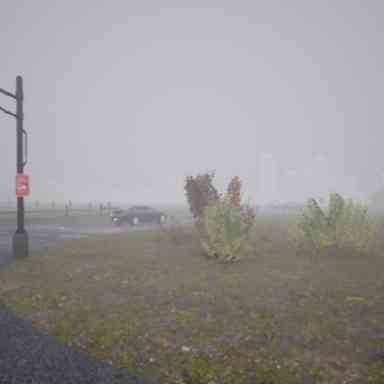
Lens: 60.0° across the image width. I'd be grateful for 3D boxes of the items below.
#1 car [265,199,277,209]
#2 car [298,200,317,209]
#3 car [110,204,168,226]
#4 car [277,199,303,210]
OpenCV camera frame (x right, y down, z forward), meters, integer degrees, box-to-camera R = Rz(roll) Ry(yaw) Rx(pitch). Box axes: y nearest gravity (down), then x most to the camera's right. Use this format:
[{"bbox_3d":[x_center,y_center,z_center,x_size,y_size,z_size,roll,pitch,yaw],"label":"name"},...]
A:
[{"bbox_3d":[13.918,1.963,55.447,2.097,1.767,4.553,-1,-1,36],"label":"car"},{"bbox_3d":[20.152,2.184,58.107,1.994,1.385,4.181,-1,-1,36],"label":"car"},{"bbox_3d":[-3.837,1.674,24.817,1.837,1.490,4.892,-1,-1,36],"label":"car"},{"bbox_3d":[15.566,2.080,51.688,2.033,1.411,5.357,-1,-1,36],"label":"car"}]
